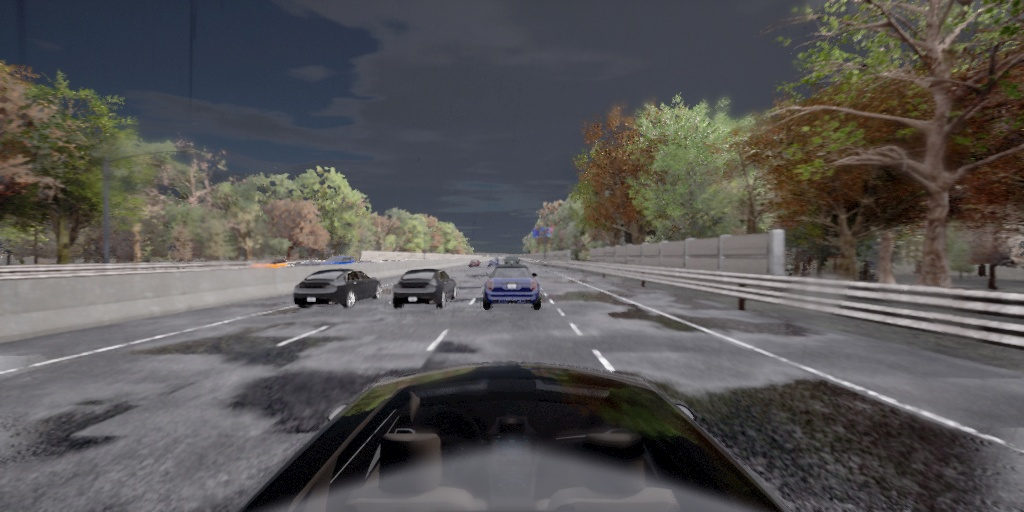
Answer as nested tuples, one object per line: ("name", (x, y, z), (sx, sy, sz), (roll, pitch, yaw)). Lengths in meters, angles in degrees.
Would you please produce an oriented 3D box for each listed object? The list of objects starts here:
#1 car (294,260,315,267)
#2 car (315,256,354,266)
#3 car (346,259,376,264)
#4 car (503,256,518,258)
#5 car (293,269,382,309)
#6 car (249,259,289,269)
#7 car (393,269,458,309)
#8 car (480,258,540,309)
("car", (-24.552, 1.305, 43.771), (2.128, 1.511, 4.902), (0, 0, 0))
("car", (-21.051, 1.035, 43.622), (2.150, 2.045, 5.566), (0, 0, 1))
("car", (-17.554, 1.361, 43.506), (2.033, 1.411, 5.357), (0, 0, 1))
("car", (0.003, 1.048, 50.732), (2.150, 2.045, 5.566), (0, 0, 0))
("car", (-7.000, 1.276, 14.939), (1.837, 1.490, 4.892), (0, 0, 0))
("car", (-28.044, 1.162, 41.533), (2.097, 1.767, 4.553), (0, 0, 1))
("car", (-3.502, 1.277, 15.058), (1.837, 1.490, 4.892), (0, 0, 0))
("car", (-0.002, 1.122, 15.135), (2.097, 1.767, 4.553), (0, 0, 0))
